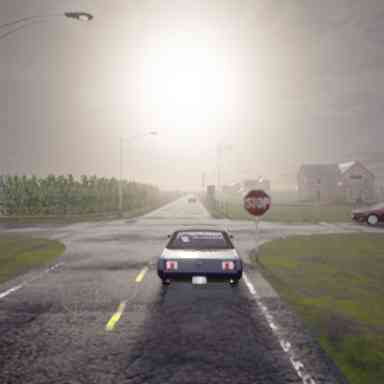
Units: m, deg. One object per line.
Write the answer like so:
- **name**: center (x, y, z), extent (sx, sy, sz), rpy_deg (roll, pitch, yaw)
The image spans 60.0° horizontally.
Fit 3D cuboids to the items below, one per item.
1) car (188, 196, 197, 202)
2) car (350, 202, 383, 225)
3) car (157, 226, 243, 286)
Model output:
- **car**: center (0.076, 1.595, 77.327), extent (2.128, 1.511, 4.902), rpy_deg (0, 0, 0)
- **car**: center (13.227, 1.357, 22.242), extent (5.008, 1.535, 1.882), rpy_deg (-1, 0, 1)
- **car**: center (0.235, 1.601, 9.353), extent (1.895, 1.301, 4.718), rpy_deg (0, 0, 2)
